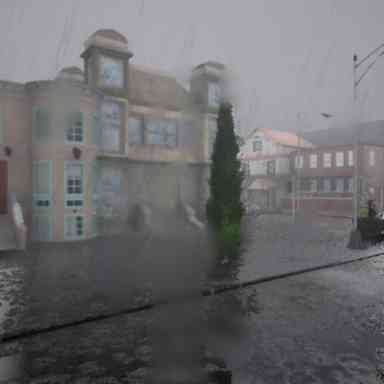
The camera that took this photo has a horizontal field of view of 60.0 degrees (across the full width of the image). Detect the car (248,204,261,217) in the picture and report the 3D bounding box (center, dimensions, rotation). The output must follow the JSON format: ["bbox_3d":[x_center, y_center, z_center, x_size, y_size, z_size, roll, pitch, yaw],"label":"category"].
[{"bbox_3d":[4.165,1.345,30.371,2.097,1.767,4.553,0,0,-35],"label":"car"}]
